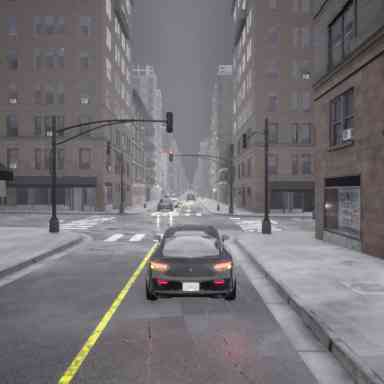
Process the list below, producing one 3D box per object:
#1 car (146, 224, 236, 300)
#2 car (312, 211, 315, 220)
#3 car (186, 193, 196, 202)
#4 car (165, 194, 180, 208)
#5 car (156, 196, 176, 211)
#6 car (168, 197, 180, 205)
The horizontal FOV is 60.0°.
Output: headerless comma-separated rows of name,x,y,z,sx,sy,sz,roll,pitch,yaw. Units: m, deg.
car,-0.018,1.527,8.236,1.812,1.442,4.674,0,0,0
car,12.276,1.721,26.856,5.008,1.535,1.882,1,0,-1
car,-0.248,1.358,81.772,2.150,2.045,5.566,0,0,0
car,-3.249,1.292,50.897,2.150,2.045,5.566,0,0,0
car,-3.236,1.556,40.842,1.837,1.490,4.892,0,0,-2
car,-3.250,1.639,61.476,2.033,1.411,5.357,0,0,0
